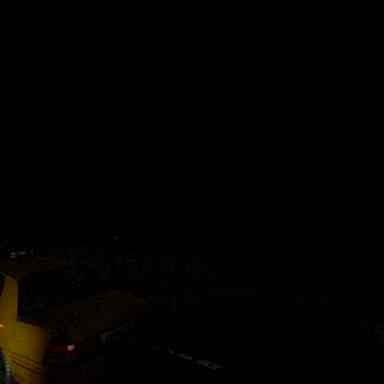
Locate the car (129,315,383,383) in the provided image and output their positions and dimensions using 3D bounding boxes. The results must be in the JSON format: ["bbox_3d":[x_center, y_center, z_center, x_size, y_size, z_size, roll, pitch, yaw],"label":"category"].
[{"bbox_3d":[1.990,1.551,1.672,4.403,1.369,2.008,0,1,35],"label":"car"}]

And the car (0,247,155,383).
[{"bbox_3d":[-2.697,1.524,5.012,4.829,1.417,1.752,0,1,35],"label":"car"}]
